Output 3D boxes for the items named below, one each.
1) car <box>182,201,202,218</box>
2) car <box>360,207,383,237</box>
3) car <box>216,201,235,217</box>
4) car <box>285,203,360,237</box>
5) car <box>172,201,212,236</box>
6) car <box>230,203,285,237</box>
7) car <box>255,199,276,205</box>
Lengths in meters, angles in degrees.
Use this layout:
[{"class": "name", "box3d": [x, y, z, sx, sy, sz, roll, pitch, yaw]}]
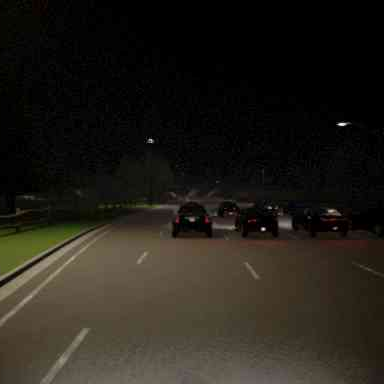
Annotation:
[{"class": "car", "box3d": [0.052, 1.684, 33.383, 1.837, 1.490, 4.892, 0, 0, 0]}, {"class": "car", "box3d": [10.513, 1.578, 18.619, 1.882, 1.535, 5.008, 0, 0, 0]}, {"class": "car", "box3d": [3.548, 1.682, 33.045, 1.837, 1.490, 4.892, 0, 0, 1]}, {"class": "car", "box3d": [7.014, 1.591, 18.686, 2.128, 1.511, 4.902, 0, 0, 0]}, {"class": "car", "box3d": [0.015, 1.454, 19.053, 2.097, 1.767, 4.553, 0, 0, 0]}, {"class": "car", "box3d": [3.516, 1.604, 18.750, 1.837, 1.490, 4.892, 0, -1, 0]}, {"class": "car", "box3d": [7.047, 1.527, 32.840, 2.097, 1.767, 4.553, 0, 0, 0]}]
